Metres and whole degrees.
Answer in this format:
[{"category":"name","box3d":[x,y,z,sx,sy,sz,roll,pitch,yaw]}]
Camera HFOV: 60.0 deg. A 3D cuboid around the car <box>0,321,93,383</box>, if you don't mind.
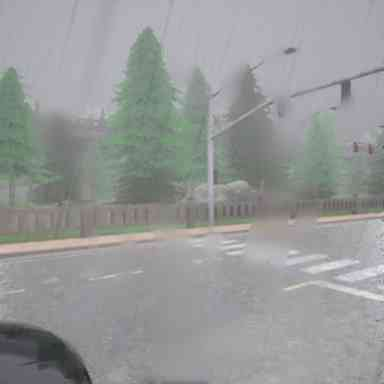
[{"category":"car","box3d":[-2.988,1.501,1.668,4.902,1.511,2.128,0,0,-35]}]
